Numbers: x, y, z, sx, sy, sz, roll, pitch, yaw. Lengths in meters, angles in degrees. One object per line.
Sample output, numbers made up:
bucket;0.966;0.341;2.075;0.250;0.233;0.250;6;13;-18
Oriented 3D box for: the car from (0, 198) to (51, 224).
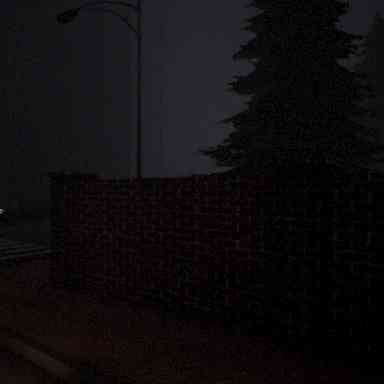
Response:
car;-11.813;1.230;23.436;2.097;1.767;4.553;0;0;35
